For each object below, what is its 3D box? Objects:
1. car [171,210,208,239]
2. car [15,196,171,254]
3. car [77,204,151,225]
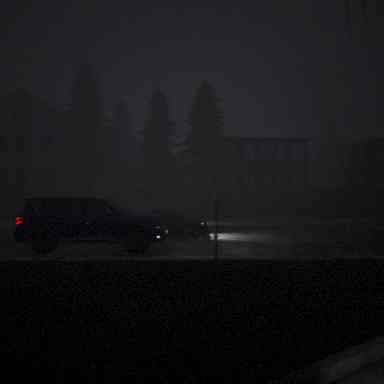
[{"bbox_3d":[-1.329,1.514,16.354,4.181,1.385,1.994,0,0,-1],"label":"car"},{"bbox_3d":[-3.758,1.185,12.802,5.566,2.045,2.150,0,0,-1],"label":"car"},{"bbox_3d":[-5.355,1.531,23.267,4.718,1.301,1.895,0,0,-1],"label":"car"}]
